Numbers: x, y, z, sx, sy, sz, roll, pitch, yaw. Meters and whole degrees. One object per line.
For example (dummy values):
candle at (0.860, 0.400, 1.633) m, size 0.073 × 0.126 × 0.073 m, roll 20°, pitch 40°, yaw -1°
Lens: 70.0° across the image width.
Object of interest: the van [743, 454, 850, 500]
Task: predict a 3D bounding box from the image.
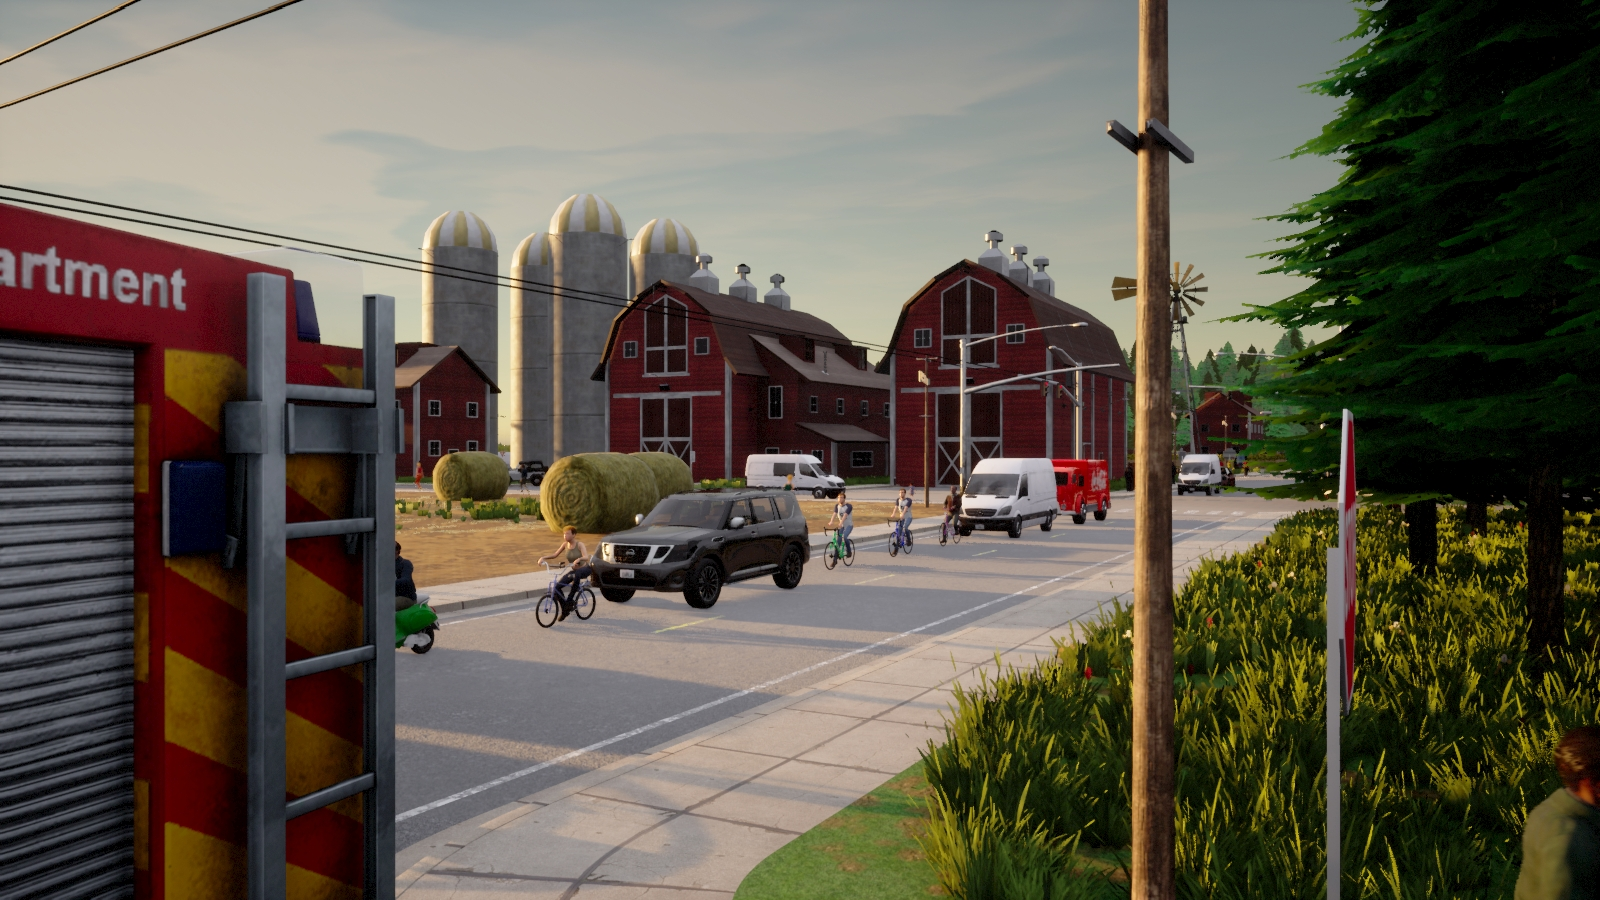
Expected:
van at (-0.232, 1.504, 65.682) m, size 5.915 × 2.561 × 1.988 m, roll 0°, pitch 0°, yaw 27°

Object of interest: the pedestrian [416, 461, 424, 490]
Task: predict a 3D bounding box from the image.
pedestrian at (-24.762, 1.671, 74.433) m, size 0.375 × 1.860 × 0.375 m, roll 0°, pitch 0°, yaw 29°

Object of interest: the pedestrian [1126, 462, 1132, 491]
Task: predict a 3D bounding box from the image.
pedestrian at (21.085, 1.695, 73.202) m, size 0.375 × 1.860 × 0.375 m, roll 0°, pitch 0°, yaw 23°

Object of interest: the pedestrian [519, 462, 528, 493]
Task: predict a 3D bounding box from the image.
pedestrian at (-16.977, 1.670, 70.139) m, size 0.375 × 1.860 × 0.375 m, roll 0°, pitch 0°, yaw 35°

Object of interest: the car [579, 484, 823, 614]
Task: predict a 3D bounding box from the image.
car at (-1.726, 1.779, 22.457) m, size 2.150 × 2.045 × 5.566 m, roll 0°, pitch 0°, yaw 27°

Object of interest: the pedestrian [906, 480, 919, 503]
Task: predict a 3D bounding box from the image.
pedestrian at (5.544, 2.054, 56.353) m, size 0.500 × 1.100 × 0.500 m, roll 0°, pitch 0°, yaw 26°

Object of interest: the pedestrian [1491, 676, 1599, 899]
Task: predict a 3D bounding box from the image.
pedestrian at (2.314, 1.663, 3.456) m, size 0.375 × 1.860 × 0.375 m, roll 0°, pitch 0°, yaw 32°

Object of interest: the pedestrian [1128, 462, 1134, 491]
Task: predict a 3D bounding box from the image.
pedestrian at (21.400, 1.695, 73.878) m, size 0.375 × 1.860 × 0.375 m, roll 0°, pitch 0°, yaw 22°

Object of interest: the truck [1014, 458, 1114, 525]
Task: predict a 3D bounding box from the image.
truck at (10.574, 1.568, 45.388) m, size 2.627 × 2.467 × 5.204 m, roll 0°, pitch 0°, yaw 28°

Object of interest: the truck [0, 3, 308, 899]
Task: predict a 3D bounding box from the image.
truck at (-6.024, 0.867, 3.729) m, size 8.468 × 3.827 × 2.891 m, roll 0°, pitch 0°, yaw 20°

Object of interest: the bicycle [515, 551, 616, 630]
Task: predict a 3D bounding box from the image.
bicycle at (-3.799, 2.256, 18.612) m, size 0.859 × 1.080 × 1.487 m, roll 0°, pitch 0°, yaw 28°

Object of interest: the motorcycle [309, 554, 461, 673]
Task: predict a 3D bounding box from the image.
motorcycle at (-5.538, 2.142, 15.342) m, size 0.856 × 1.316 × 1.805 m, roll 0°, pitch 0°, yaw 28°

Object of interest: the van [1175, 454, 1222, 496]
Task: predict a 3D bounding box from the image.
van at (25.700, 1.534, 73.537) m, size 1.988 × 2.561 × 5.915 m, roll 0°, pitch 0°, yaw 28°

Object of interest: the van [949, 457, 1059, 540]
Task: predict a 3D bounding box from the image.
van at (7.076, 1.534, 38.966) m, size 1.988 × 2.561 × 5.915 m, roll 0°, pitch 0°, yaw 28°

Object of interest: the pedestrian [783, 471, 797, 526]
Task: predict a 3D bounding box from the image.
pedestrian at (-0.351, 1.681, 39.739) m, size 0.375 × 1.860 × 0.375 m, roll 0°, pitch 0°, yaw 23°
